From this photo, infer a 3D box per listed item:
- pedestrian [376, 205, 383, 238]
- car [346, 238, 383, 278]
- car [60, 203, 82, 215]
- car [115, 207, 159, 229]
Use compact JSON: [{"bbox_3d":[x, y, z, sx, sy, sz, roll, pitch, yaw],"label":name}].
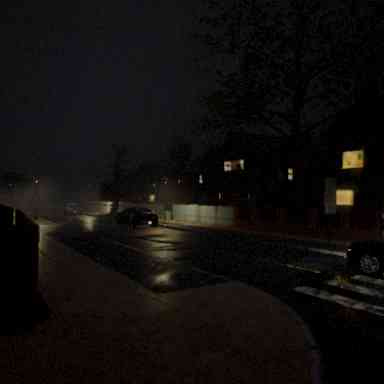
[{"bbox_3d":[7.239,1.367,12.500,0.375,1.860,0.375,1,-1,-33],"label":"pedestrian"},{"bbox_3d":[6.426,1.623,8.399,1.837,1.490,4.892,2,-2,-33],"label":"car"},{"bbox_3d":[-15.223,2.151,41.638,1.812,1.442,4.674,2,-2,-33],"label":"car"},{"bbox_3d":[-4.178,1.860,24.681,1.837,1.490,4.892,2,-2,-33],"label":"car"}]
